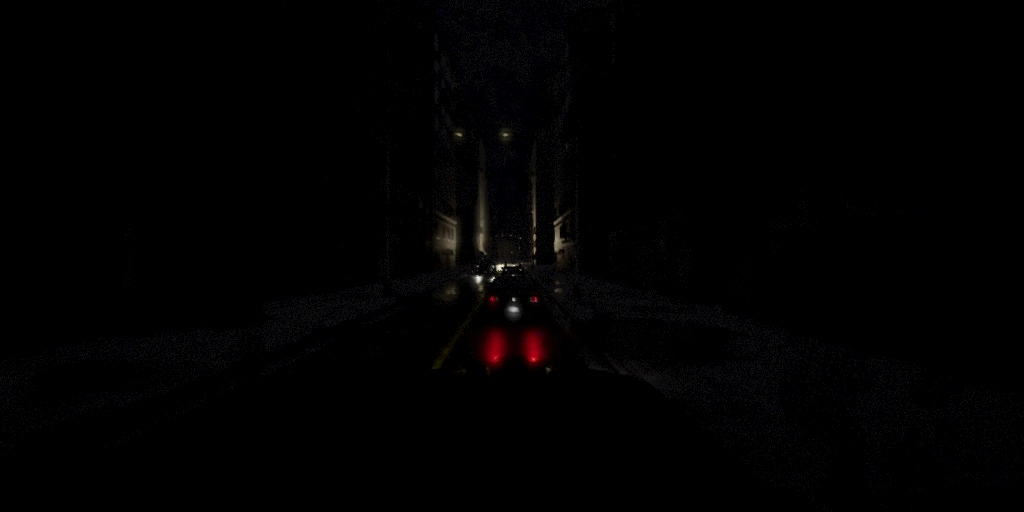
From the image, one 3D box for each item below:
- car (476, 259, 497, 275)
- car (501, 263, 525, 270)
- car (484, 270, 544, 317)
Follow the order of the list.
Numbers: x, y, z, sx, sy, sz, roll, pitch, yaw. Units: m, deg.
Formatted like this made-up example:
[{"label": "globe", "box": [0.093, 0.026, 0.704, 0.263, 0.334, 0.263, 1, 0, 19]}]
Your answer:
[{"label": "car", "box": [-2.846, 1.163, 40.570, 2.097, 1.767, 4.553, 0, 0, 0]}, {"label": "car", "box": [0.083, 1.285, 29.870, 2.128, 1.511, 4.902, 0, 0, 0]}, {"label": "car", "box": [0.081, 1.369, 13.266, 1.895, 1.301, 4.718, 0, 0, 0]}]
